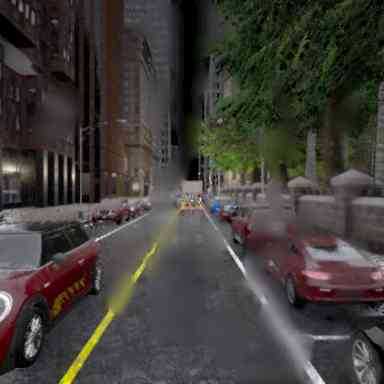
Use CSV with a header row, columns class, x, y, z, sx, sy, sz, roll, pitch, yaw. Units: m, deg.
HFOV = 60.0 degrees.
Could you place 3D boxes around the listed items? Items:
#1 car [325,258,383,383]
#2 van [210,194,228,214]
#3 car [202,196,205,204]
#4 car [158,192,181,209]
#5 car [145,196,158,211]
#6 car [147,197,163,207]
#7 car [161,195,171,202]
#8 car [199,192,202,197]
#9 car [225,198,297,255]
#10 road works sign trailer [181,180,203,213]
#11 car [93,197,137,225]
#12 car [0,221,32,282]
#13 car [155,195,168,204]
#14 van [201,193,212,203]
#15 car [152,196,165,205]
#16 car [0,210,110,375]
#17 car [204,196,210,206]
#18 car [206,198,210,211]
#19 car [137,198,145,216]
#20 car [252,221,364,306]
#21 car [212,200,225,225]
class,x,y,z,sx,sy,sz,roll,pitch,yaw
car,2.759,1.571,2.229,1.947,1.339,4.313,0,0,0
van,2.769,1.345,29.854,1.690,1.788,3.998,0,0,0
car,2.772,1.547,46.428,1.802,1.307,4.206,0,0,0
car,-3.067,1.193,44.839,2.150,2.045,5.566,0,0,0
car,-5.754,1.418,40.894,1.967,1.590,4.097,0,0,0
car,-5.752,1.500,51.943,2.008,1.369,4.403,0,0,0
car,-5.747,1.436,74.040,1.947,1.339,4.313,0,0,0
car,2.775,1.248,57.476,2.192,1.841,5.009,0,0,0
car,2.763,1.335,13.280,2.192,1.841,5.009,0,0,0
road works sign trailer,0.007,0.451,37.173,2.380,3.560,2.880,0,0,0
car,-5.759,1.329,24.322,2.192,1.841,5.009,0,0,0
car,-5.764,1.559,7.747,1.887,1.381,4.507,0,0,0
car,-5.749,1.353,62.992,1.967,1.590,4.097,0,0,0
van,2.774,1.291,51.952,1.690,1.788,3.998,0,0,0
car,-5.751,1.458,57.297,1.752,1.417,4.829,0,0,0
car,-3.088,1.364,5.751,2.097,1.767,4.553,0,0,0
car,2.771,1.504,41.073,1.752,1.417,4.829,0,0,0
car,2.770,1.574,35.380,1.802,1.307,4.206,0,0,0
car,-5.757,1.444,29.846,1.967,1.590,4.097,0,0,0
car,2.762,1.597,7.755,1.802,1.307,4.206,0,0,0
car,2.767,1.559,24.331,1.887,1.381,4.507,0,0,0
